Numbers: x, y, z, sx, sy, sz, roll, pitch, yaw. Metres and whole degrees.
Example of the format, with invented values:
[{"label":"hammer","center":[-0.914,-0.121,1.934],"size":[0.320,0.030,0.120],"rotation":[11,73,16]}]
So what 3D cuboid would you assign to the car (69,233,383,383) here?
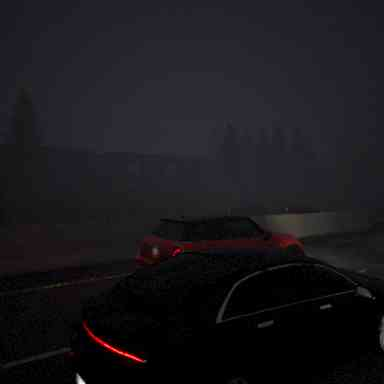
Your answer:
[{"label":"car","center":[0.962,1.509,4.434],"size":[4.892,1.490,1.837],"rotation":[1,0,-36]}]

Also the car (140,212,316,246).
[{"label":"car","center":[0.901,1.362,8.692],"size":[4.553,1.767,2.097],"rotation":[0,0,-35]}]

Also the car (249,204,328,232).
[{"label":"car","center":[6.294,1.578,21.388],"size":[5.357,1.411,2.033],"rotation":[0,0,-36]}]

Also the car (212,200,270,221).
[{"label":"car","center":[4.287,1.513,28.561],"size":[5.008,1.535,1.882],"rotation":[0,0,-36]}]
